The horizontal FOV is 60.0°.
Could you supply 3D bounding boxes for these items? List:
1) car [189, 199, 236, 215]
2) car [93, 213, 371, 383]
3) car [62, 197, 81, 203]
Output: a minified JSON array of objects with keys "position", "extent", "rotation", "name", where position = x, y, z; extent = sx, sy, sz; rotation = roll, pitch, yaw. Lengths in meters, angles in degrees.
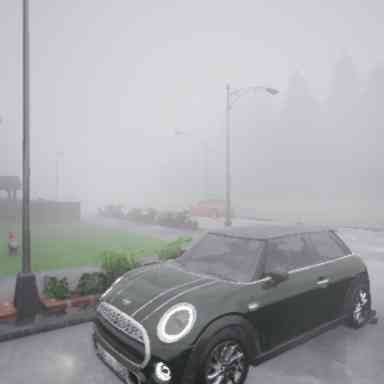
[{"position":[1.628,1.337,28.370],"extent":[2.097,1.767,4.553],"rotation":[0,0,-35],"name":"car"},{"position":[0.844,1.349,5.215],"extent":[4.553,1.767,2.097],"rotation":[0,0,-38],"name":"car"},{"position":[-17.500,1.496,48.079],"extent":[1.837,1.490,4.892],"rotation":[0,0,-35],"name":"car"}]
